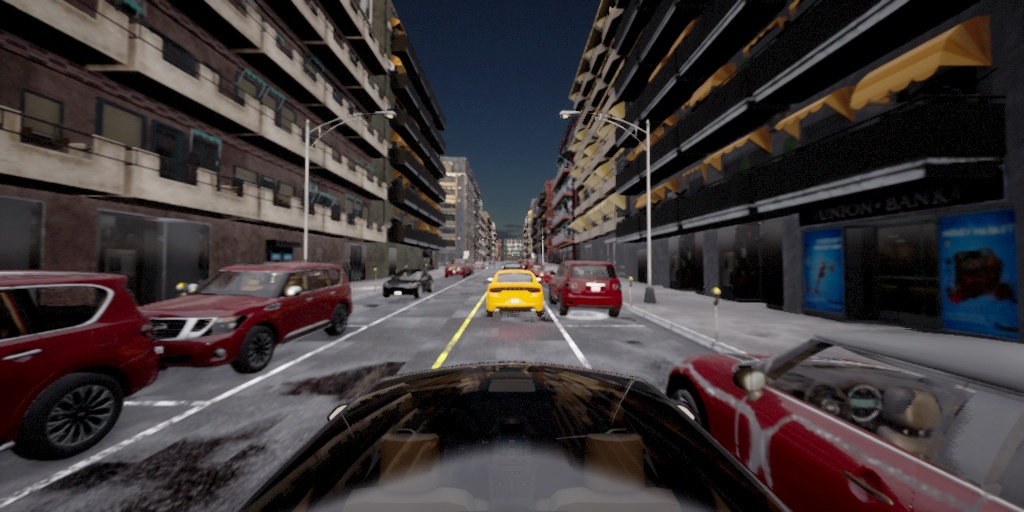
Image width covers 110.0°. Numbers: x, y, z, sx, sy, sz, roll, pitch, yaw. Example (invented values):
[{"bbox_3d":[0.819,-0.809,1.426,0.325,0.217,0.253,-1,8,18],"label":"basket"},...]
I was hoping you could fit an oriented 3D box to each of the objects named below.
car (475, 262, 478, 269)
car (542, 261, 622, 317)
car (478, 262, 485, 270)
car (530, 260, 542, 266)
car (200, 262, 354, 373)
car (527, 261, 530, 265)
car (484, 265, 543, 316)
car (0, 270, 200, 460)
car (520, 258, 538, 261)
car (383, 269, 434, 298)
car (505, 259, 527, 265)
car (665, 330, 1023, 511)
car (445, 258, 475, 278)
[{"bbox_3d":[-5.325,1.418,41.009,1.888,1.381,4.507,0,0,0],"label":"car"},{"bbox_3d":[2.530,1.091,13.300,2.192,1.841,5.009,0,0,0],"label":"car"},{"bbox_3d":[-5.330,1.536,57.602,1.802,1.307,4.207,0,0,0],"label":"car"},{"bbox_3d":[2.527,1.249,24.362,1.967,1.591,4.097,0,0,0],"label":"car"},{"bbox_3d":[-5.316,1.078,7.827,2.192,1.841,5.009,0,0,0],"label":"car"},{"bbox_3d":[2.524,1.431,35.425,1.802,1.307,4.207,0,0,0],"label":"car"},{"bbox_3d":[0.096,1.255,13.617,1.882,1.535,5.008,0,0,0],"label":"car"},{"bbox_3d":[-5.315,1.066,2.297,2.192,1.841,5.009,0,0,0],"label":"car"},{"bbox_3d":[2.521,1.212,46.487,2.192,1.841,5.009,0,0,0],"label":"car"},{"bbox_3d":[-5.319,1.358,18.889,1.948,1.339,4.313,0,0,0],"label":"car"},{"bbox_3d":[0.093,1.312,31.601,1.882,1.535,5.008,0,0,0],"label":"car"},{"bbox_3d":[2.575,1.191,2.239,1.967,1.591,4.097,0,0,0],"label":"car"},{"bbox_3d":[-5.324,1.164,35.478,2.192,1.841,5.009,0,0,0],"label":"car"}]
